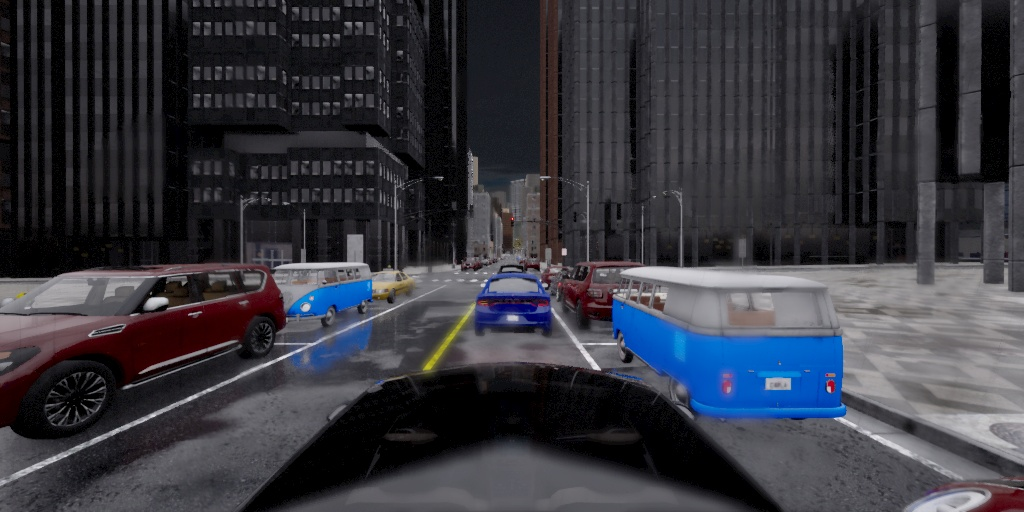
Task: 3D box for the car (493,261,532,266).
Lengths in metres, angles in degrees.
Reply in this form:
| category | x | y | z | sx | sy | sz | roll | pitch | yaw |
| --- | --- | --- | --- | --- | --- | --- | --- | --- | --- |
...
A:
| category | x | y | z | sx | sy | sz | roll | pitch | yaw |
| --- | --- | --- | --- | --- | --- | --- | --- | --- | --- |
| car | 0.000 | 1.257 | 20.756 | 1.837 | 1.490 | 4.892 | 0 | 0 | 0 |

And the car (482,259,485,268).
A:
| category | x | y | z | sx | sy | sz | roll | pitch | yaw |
| --- | --- | --- | --- | --- | --- | --- | --- | --- | --- |
| car | -5.764 | 1.090 | 54.840 | 2.192 | 1.841 | 5.009 | 0 | 0 | 0 |

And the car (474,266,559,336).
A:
| category | x | y | z | sx | sy | sz | roll | pitch | yaw |
| --- | --- | --- | --- | --- | --- | --- | --- | --- | --- |
| car | 0.058 | 1.228 | 10.385 | 1.882 | 1.535 | 5.008 | 0 | 0 | 1 |

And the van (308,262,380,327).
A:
| category | x | y | z | sx | sy | sz | roll | pitch | yaw |
| --- | --- | --- | --- | --- | --- | --- | --- | --- | --- |
| van | -5.765 | 1.091 | 11.109 | 1.690 | 1.789 | 3.998 | 0 | 0 | 0 |

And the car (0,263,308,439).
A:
| category | x | y | z | sx | sy | sz | roll | pitch | yaw |
| --- | --- | --- | --- | --- | --- | --- | --- | --- | --- |
| car | -5.765 | 1.064 | 5.584 | 2.192 | 1.841 | 5.009 | 0 | 0 | 0 |

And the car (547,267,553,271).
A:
| category | x | y | z | sx | sy | sz | roll | pitch | yaw |
| --- | --- | --- | --- | --- | --- | --- | --- | --- | --- |
| car | 2.764 | 1.301 | 16.622 | 2.007 | 1.370 | 4.403 | 0 | 0 | 0 |

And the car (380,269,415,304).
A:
| category | x | y | z | sx | sy | sz | roll | pitch | yaw |
| --- | --- | --- | --- | --- | --- | --- | --- | --- | --- |
| car | -5.764 | 1.276 | 16.463 | 1.751 | 1.417 | 4.829 | 0 | 0 | 0 |

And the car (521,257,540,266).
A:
| category | x | y | z | sx | sy | sz | roll | pitch | yaw |
| --- | --- | --- | --- | --- | --- | --- | --- | --- | --- |
| car | 2.762 | 1.084 | 49.188 | 2.192 | 1.841 | 5.009 | 0 | 0 | 0 |

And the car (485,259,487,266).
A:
| category | x | y | z | sx | sy | sz | roll | pitch | yaw |
| --- | --- | --- | --- | --- | --- | --- | --- | --- | --- |
| car | -5.764 | 1.348 | 60.483 | 1.948 | 1.339 | 4.313 | 0 | 0 | 0 |

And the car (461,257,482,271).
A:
| category | x | y | z | sx | sy | sz | roll | pitch | yaw |
| --- | --- | --- | --- | --- | --- | --- | --- | --- | --- |
| car | -5.764 | 1.084 | 49.197 | 2.192 | 1.841 | 5.009 | 0 | 0 | 0 |

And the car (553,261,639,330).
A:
| category | x | y | z | sx | sy | sz | roll | pitch | yaw |
| --- | --- | --- | --- | --- | --- | --- | --- | --- | --- |
| car | 2.765 | 1.064 | 11.097 | 2.192 | 1.841 | 5.009 | 0 | 0 | 0 |

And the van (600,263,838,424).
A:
| category | x | y | z | sx | sy | sz | roll | pitch | yaw |
| --- | --- | --- | --- | --- | --- | --- | --- | --- | --- |
| van | 2.766 | 1.091 | 5.571 | 1.690 | 1.789 | 3.998 | 0 | 0 | 0 |

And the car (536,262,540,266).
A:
| category | x | y | z | sx | sy | sz | roll | pitch | yaw |
| --- | --- | --- | --- | --- | --- | --- | --- | --- | --- |
| car | 2.762 | 1.297 | 22.147 | 1.888 | 1.381 | 4.507 | 0 | 0 | 0 |
